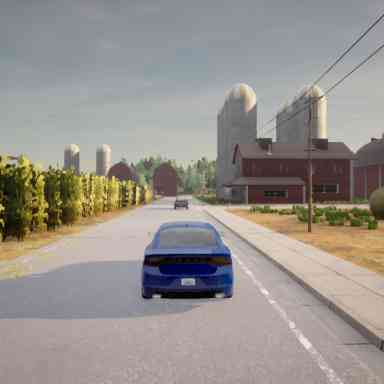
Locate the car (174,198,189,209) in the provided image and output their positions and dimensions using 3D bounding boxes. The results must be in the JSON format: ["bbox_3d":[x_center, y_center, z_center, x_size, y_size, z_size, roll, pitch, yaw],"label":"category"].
[{"bbox_3d":[-1.439,1.489,44.221,2.128,1.511,4.902,0,0,-2],"label":"car"}]

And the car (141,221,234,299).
[{"bbox_3d":[-0.141,1.478,8.510,1.882,1.535,5.008,0,0,-2],"label":"car"}]
